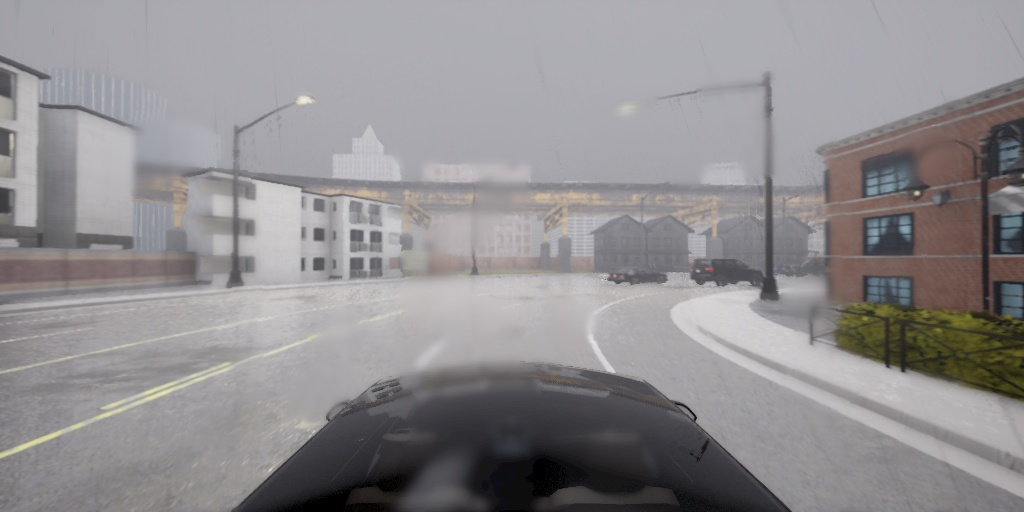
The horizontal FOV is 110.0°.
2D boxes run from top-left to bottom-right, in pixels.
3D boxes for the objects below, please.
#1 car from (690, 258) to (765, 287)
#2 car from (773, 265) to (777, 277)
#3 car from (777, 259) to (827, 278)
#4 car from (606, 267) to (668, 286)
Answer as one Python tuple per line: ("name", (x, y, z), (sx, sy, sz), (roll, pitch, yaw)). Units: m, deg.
("car", (16.142, 1.215, 26.976), (5.566, 2.045, 2.150), (0, -1, -17))
("car", (31.986, 1.672, 42.336), (4.674, 1.442, 1.812), (0, -1, -2))
("car", (32.502, 1.339, 38.860), (5.566, 2.045, 2.150), (0, -1, -2))
("car", (9.878, 1.550, 28.176), (5.357, 1.411, 2.033), (0, -1, -30))
